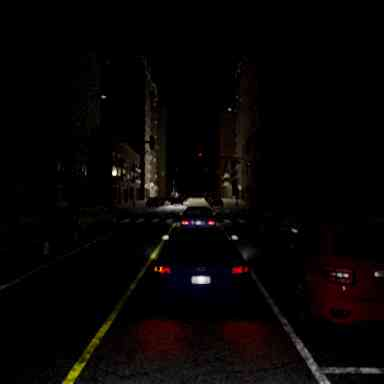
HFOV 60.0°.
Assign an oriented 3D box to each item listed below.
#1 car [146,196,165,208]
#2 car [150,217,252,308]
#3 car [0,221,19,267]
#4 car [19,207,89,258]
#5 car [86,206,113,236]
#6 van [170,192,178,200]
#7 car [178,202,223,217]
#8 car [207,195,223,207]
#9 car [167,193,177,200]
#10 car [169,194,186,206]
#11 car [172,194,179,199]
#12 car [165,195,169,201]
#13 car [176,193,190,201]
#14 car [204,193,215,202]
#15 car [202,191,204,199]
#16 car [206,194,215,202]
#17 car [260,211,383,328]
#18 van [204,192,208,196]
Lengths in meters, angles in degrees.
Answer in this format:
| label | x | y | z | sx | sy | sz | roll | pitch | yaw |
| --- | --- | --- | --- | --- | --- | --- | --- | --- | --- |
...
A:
| label | x | y | z | sx | sy | sz | roll | pitch | yaw |
| --- | --- | --- | --- | --- | --- | --- | --- | --- | --- |
| car | -5.185 | 1.365 | 45.218 | 1.887 | 1.381 | 4.507 | 1 | 0 | 1 |
| car | 0.195 | 1.532 | 7.949 | 1.994 | 1.385 | 4.181 | 0 | 0 | 1 |
| car | -5.758 | 1.499 | 6.784 | 1.752 | 1.417 | 4.829 | 1 | 0 | 1 |
| car | -5.672 | 1.495 | 12.578 | 1.887 | 1.381 | 4.507 | 1 | 0 | 1 |
| car | -5.591 | 1.454 | 18.032 | 1.752 | 1.417 | 4.829 | 1 | 0 | 1 |
| van | -4.591 | 1.014 | 84.923 | 1.690 | 1.788 | 3.998 | 1 | 0 | 1 |
| car | 0.311 | 1.475 | 18.012 | 2.033 | 1.411 | 5.357 | 0 | 0 | 0 |
| car | 3.339 | 1.401 | 45.082 | 1.802 | 1.307 | 4.206 | 1 | 0 | 1 |
| car | -4.676 | 1.133 | 79.251 | 1.967 | 1.590 | 4.097 | 1 | 0 | 1 |
| car | -2.323 | 1.396 | 51.619 | 1.895 | 1.301 | 4.718 | 0 | 0 | 1 |
| car | -4.508 | 1.234 | 90.596 | 1.802 | 1.307 | 4.206 | 1 | 0 | 1 |
| car | -5.101 | 1.343 | 50.891 | 1.887 | 1.381 | 4.507 | 1 | 0 | 1 |
| car | -2.011 | 1.336 | 67.485 | 1.895 | 1.301 | 4.718 | 0 | 0 | 1 |
| car | 3.508 | 1.357 | 56.428 | 1.802 | 1.307 | 4.206 | 1 | 0 | 1 |
| car | 3.680 | 1.048 | 67.772 | 2.192 | 1.841 | 5.009 | 1 | 0 | 1 |
| car | 3.424 | 1.379 | 50.755 | 1.802 | 1.307 | 4.206 | 1 | 0 | 1 |
| car | 2.771 | 1.286 | 6.817 | 2.192 | 1.841 | 5.009 | 1 | 0 | 1 |
| van | 3.595 | 1.095 | 62.100 | 1.690 | 1.788 | 3.998 | 1 | 0 | 1 |
